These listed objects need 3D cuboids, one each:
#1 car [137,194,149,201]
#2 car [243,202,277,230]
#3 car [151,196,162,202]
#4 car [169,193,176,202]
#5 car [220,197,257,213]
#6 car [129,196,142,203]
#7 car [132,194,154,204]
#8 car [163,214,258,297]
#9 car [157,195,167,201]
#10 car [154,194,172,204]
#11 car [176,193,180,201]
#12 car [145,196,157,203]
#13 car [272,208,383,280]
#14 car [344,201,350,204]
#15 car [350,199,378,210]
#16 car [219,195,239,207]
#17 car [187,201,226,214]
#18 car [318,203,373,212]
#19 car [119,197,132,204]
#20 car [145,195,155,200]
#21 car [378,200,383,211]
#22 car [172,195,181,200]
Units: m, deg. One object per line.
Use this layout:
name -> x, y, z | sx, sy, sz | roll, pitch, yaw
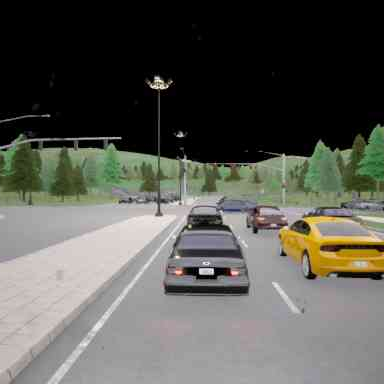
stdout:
car -> -11.853, 1.353, 80.906 | 2.097, 1.767, 4.553 | 0, 0, 2
car -> 4.261, 1.525, 19.209 | 1.812, 1.442, 4.674 | 0, 0, 3
car -> -8.416, 1.550, 79.251 | 1.994, 1.385, 4.181 | 0, 0, 2
car -> -5.187, 1.353, 72.333 | 2.097, 1.767, 4.553 | 0, 0, 2
car -> 4.250, 1.546, 35.261 | 5.357, 1.411, 2.033 | 0, 0, -1
car -> -12.203, 1.522, 72.050 | 1.812, 1.442, 4.674 | 0, 0, 2
car -> -9.147, 1.490, 62.288 | 2.128, 1.511, 4.902 | 0, 0, 3
car -> 0.379, 1.547, 8.783 | 2.033, 1.411, 5.357 | 0, 0, 2
car -> -8.012, 1.522, 89.377 | 2.128, 1.511, 4.902 | 0, 0, 2
car -> -5.587, 1.599, 63.398 | 1.895, 1.301, 4.718 | 0, 0, 3
car -> -4.779, 1.223, 82.625 | 2.150, 2.045, 5.566 | 0, 0, 2
car -> -8.737, 1.550, 71.139 | 1.994, 1.385, 4.181 | 0, 0, 2
car -> 3.933, 1.477, 9.991 | 1.882, 1.535, 5.008 | 0, 0, 3
car -> 20.964, 1.563, 41.937 | 4.181, 1.385, 1.994 | 0, 0, 3
car -> 21.403, 1.599, 38.409 | 4.718, 1.301, 1.895 | 0, 0, 3
car -> 5.748, 1.350, 51.993 | 2.097, 1.767, 4.553 | 0, 0, -6
car -> 0.727, 1.477, 18.603 | 1.882, 1.535, 5.008 | 0, 0, 3
car -> 7.747, 1.547, 18.826 | 2.033, 1.411, 5.357 | 0, 0, 3
car -> -12.586, 1.562, 63.430 | 1.994, 1.385, 4.181 | 0, 0, 3
car -> -11.444, 1.537, 91.141 | 2.033, 1.411, 5.357 | 0, 0, 2
car -> 22.411, 1.563, 34.849 | 4.181, 1.385, 1.994 | 0, 0, 3
car -> -4.352, 1.531, 93.028 | 2.033, 1.411, 5.357 | 0, 0, 3
